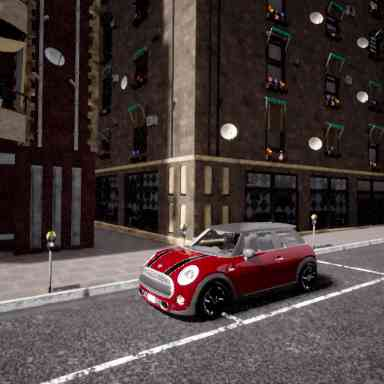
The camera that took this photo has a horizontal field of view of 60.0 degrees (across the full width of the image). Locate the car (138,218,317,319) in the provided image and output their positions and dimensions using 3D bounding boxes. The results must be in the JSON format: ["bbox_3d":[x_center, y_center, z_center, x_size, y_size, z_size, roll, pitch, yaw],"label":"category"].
[{"bbox_3d":[0.875,1.442,7.314,4.097,1.590,1.967,0,1,-35],"label":"car"}]
